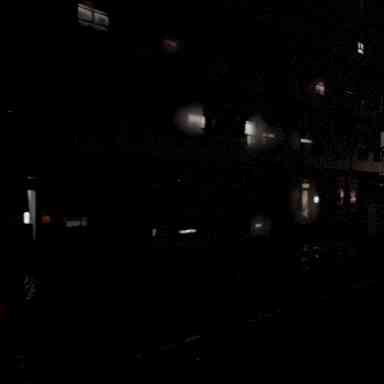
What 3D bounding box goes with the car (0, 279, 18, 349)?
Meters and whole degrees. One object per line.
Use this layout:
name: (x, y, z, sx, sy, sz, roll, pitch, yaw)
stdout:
car: (-4.227, 1.581, 3.544, 4.206, 1.307, 1.802, 0, 0, -36)
